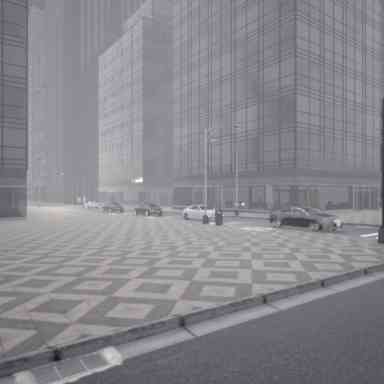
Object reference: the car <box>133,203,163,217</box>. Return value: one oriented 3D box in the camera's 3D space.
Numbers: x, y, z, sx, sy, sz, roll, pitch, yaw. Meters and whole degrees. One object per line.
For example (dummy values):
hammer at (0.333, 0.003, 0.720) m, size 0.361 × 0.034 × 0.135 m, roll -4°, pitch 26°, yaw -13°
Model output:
car at (-5.113, 2.003, 38.274) m, size 1.837 × 1.490 × 4.892 m, roll 0°, pitch -1°, yaw -36°

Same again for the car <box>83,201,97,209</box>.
car at (-19.181, 2.471, 63.100) m, size 1.812 × 1.442 × 4.674 m, roll 0°, pitch -1°, yaw -36°

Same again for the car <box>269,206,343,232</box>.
car at (7.125, 1.669, 21.291) m, size 2.128 × 1.511 × 4.902 m, roll 0°, pitch -1°, yaw -34°

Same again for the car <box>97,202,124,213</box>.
car at (-11.180, 2.165, 46.713) m, size 1.837 × 1.490 × 4.892 m, roll 0°, pitch -1°, yaw -35°

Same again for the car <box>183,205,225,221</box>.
car at (0.927, 1.865, 29.935) m, size 1.812 × 1.442 × 4.674 m, roll 0°, pitch -1°, yaw -36°
